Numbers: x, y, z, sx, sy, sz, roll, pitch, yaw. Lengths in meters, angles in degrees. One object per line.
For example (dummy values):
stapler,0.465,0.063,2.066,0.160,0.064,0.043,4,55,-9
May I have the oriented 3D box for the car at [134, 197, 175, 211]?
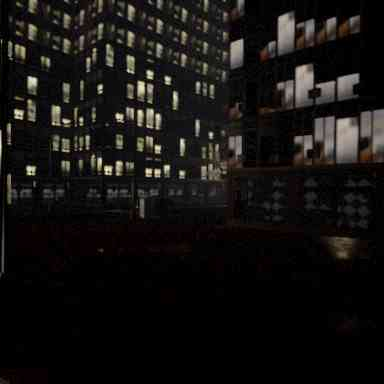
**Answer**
car,-3.988,1.303,35.588,1.837,1.490,4.892,1,1,42
